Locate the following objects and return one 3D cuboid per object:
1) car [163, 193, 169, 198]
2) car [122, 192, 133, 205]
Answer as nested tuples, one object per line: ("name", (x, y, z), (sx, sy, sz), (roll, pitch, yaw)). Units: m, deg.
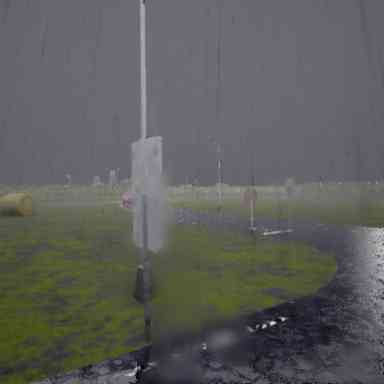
("car", (-8.074, 1.084, 93.980), (1.812, 1.442, 4.674), (-1, 0, 0))
("car", (-10.401, 1.024, 55.333), (2.150, 2.045, 5.566), (-1, 0, -12))
